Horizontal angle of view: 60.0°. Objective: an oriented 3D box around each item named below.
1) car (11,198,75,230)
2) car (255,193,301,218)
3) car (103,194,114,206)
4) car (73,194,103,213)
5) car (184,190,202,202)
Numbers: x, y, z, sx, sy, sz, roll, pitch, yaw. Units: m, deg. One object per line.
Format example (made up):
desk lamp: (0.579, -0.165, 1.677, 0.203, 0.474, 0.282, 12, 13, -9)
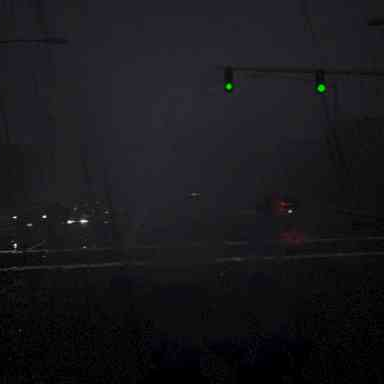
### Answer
car: (-8.355, 1.289, 18.860, 1.895, 1.301, 4.718, -1, 1, -6)
car: (5.585, 0.843, 22.154, 1.837, 1.490, 4.892, -1, 1, -6)
car: (-10.189, 0.854, 38.081, 1.895, 1.301, 4.718, -1, 1, -5)
car: (-9.259, 0.970, 28.152, 2.128, 1.511, 4.902, -1, 1, -5)
car: (0.077, 0.440, 42.423, 2.128, 1.511, 4.902, -1, 1, -6)
